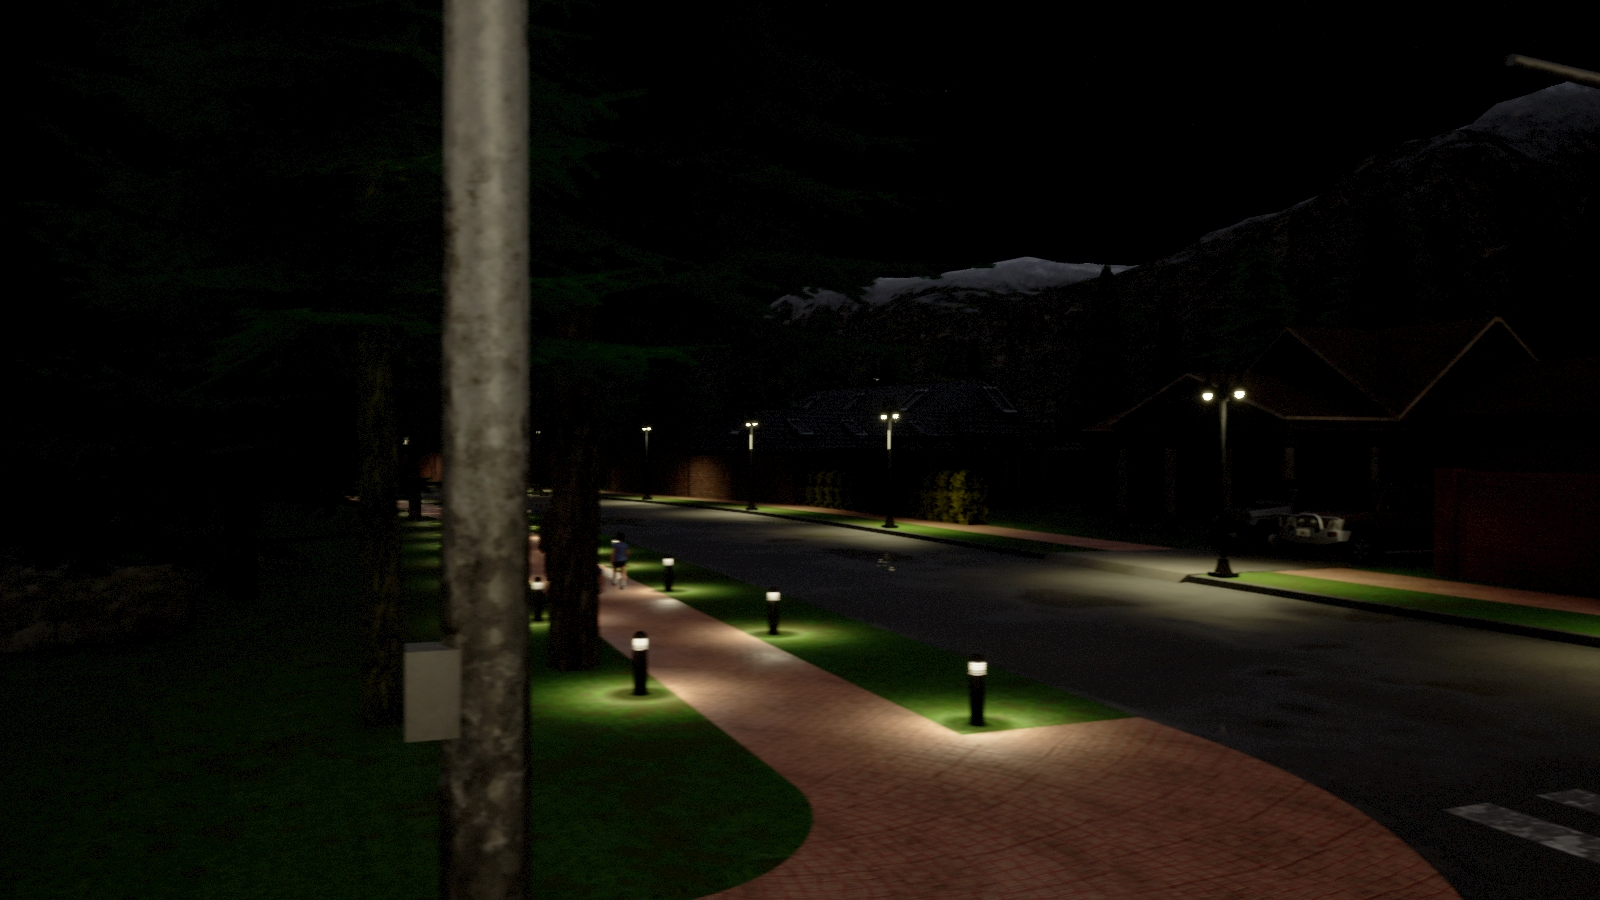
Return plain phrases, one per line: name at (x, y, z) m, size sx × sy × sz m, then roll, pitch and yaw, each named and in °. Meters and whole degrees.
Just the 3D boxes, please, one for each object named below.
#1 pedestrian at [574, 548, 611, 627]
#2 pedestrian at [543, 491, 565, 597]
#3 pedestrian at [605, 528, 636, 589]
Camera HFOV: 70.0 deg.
pedestrian at (-3.103, 2.044, 17.058) m, size 0.500 × 1.100 × 0.500 m, roll 0°, pitch 0°, yaw -15°
pedestrian at (-4.382, 1.662, 20.321) m, size 0.375 × 1.860 × 0.375 m, roll 0°, pitch 0°, yaw -13°
pedestrian at (-3.412, 2.044, 21.679) m, size 0.500 × 1.100 × 0.500 m, roll 0°, pitch 0°, yaw -18°
